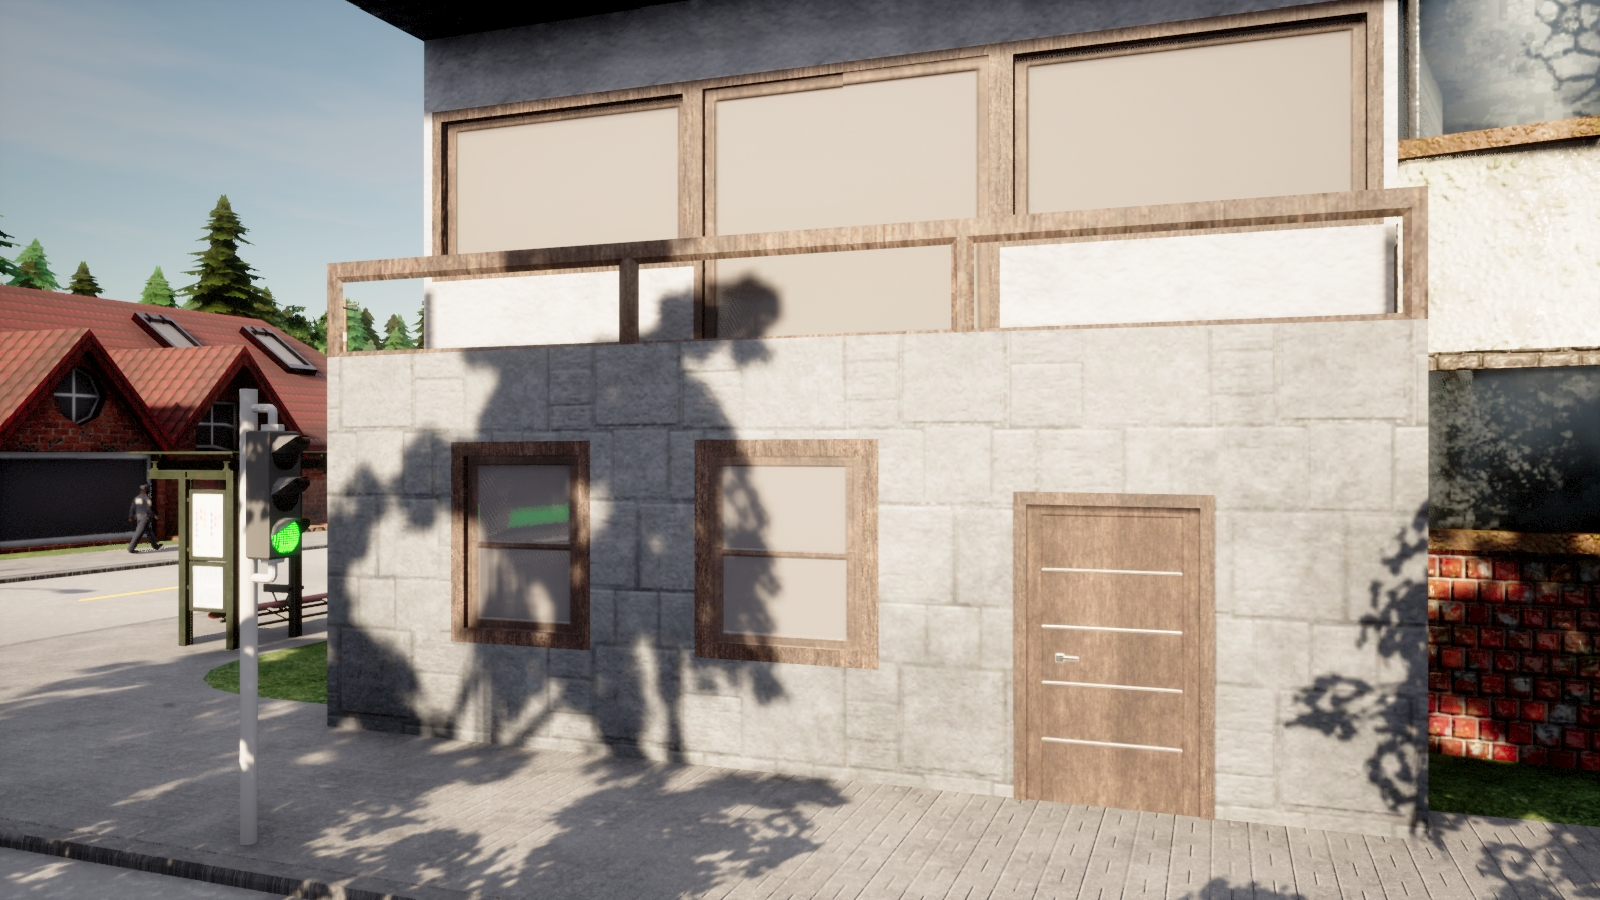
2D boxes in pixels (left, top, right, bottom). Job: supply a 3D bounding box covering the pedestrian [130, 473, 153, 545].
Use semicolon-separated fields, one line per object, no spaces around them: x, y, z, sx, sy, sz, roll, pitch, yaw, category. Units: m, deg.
-17.134;1.524;29.741;0.375;1.860;0.375;0;0;24;pedestrian
